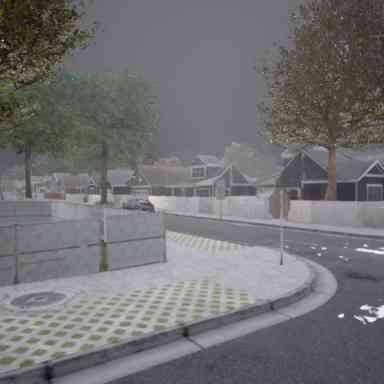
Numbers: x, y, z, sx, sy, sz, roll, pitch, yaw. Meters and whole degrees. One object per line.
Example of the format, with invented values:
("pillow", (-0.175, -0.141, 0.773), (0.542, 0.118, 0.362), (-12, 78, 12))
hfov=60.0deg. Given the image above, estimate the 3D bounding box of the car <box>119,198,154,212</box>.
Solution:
("car", (-5.328, 1.392, 31.618), (1.837, 1.490, 4.892), (0, 0, -35))
